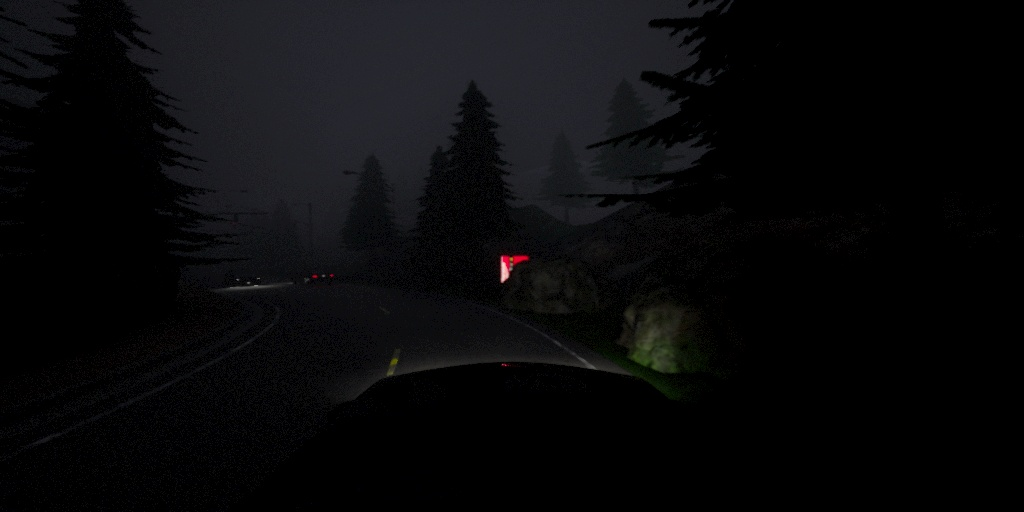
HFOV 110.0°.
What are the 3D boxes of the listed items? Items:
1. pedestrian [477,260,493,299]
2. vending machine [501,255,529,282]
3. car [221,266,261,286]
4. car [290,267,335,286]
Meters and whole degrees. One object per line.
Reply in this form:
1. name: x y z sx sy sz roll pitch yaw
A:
1. pedestrian: -1.205 1.068 16.362 0.375 1.860 0.375 -1 0 -30
2. vending machine: 0.160 0.945 15.521 1.100 2.100 0.880 0 0 -27
3. car: -22.683 1.760 30.067 5.357 1.411 2.033 -1 0 44
4. car: -15.952 1.584 28.634 5.357 1.411 2.033 -1 0 43
